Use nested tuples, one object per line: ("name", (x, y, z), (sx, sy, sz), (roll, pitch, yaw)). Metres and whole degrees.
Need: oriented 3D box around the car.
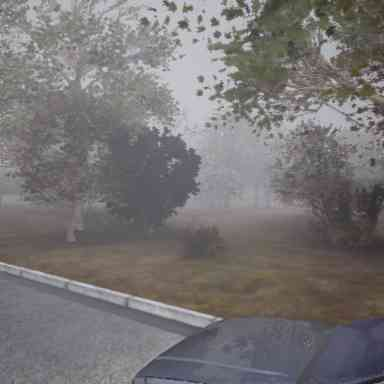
("car", (2.022, 1.546, 1.936), (5.357, 1.411, 2.033), (0, 0, 35))
